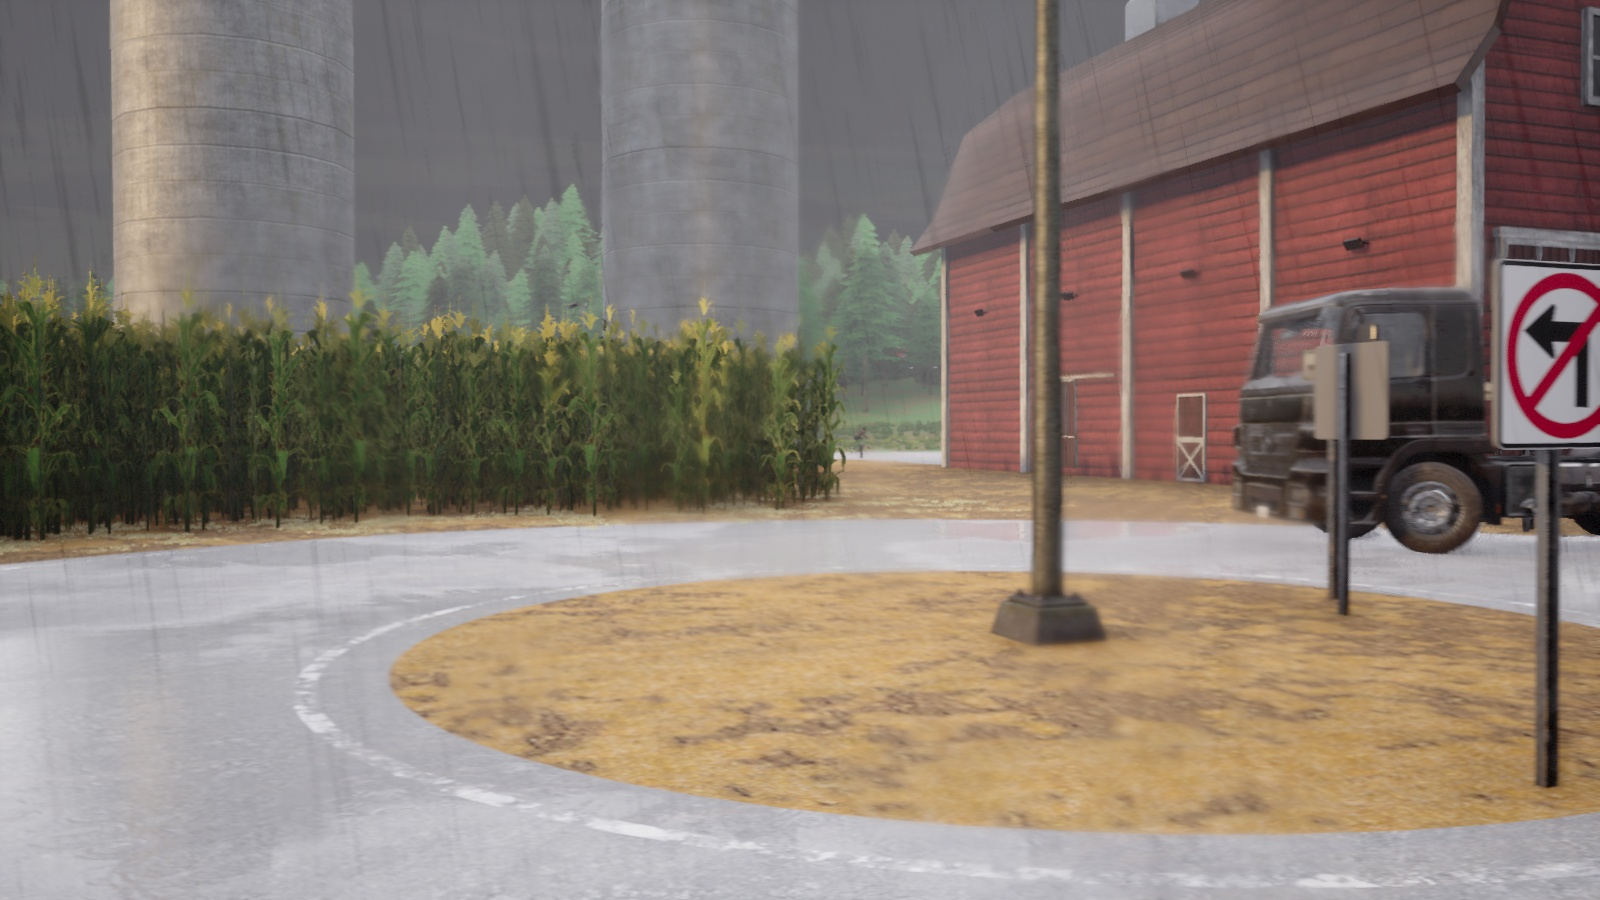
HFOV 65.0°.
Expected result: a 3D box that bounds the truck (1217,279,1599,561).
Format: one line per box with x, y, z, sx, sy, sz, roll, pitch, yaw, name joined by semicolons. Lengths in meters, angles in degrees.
10.072;-0.389;16.899;7.936;3.462;2.891;0;1;0;truck
